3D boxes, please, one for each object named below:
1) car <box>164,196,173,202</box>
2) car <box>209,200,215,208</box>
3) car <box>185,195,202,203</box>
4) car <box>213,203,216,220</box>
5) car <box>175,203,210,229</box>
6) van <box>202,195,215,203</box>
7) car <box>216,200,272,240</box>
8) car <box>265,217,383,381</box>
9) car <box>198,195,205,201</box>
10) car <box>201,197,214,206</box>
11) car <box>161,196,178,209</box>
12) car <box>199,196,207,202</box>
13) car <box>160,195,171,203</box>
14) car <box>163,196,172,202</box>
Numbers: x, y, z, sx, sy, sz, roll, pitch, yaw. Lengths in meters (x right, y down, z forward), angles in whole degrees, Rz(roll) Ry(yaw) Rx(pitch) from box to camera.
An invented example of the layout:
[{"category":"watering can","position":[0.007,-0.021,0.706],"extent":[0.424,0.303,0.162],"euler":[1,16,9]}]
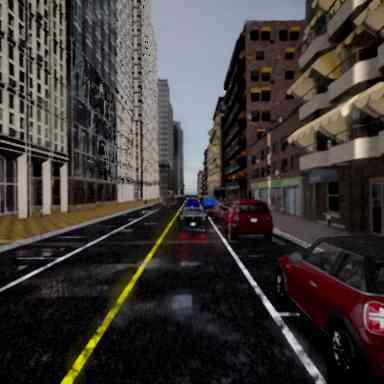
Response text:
[{"category":"car","position":[-5.837,1.738,84.520],"extent":[1.947,1.339,4.313],"euler":[-1,0,0]},{"category":"car","position":[2.651,1.579,28.050],"extent":[1.802,1.307,4.206],"euler":[-1,0,0]},{"category":"car","position":[0.024,1.523,43.600],"extent":[1.882,1.535,5.008],"euler":[-1,0,0]},{"category":"car","position":[2.661,1.574,22.401],"extent":[1.802,1.307,4.206],"euler":[-1,0,0]},{"category":"car","position":[0.063,1.620,21.963],"extent":[1.895,1.301,4.718],"euler":[-1,0,0]},{"category":"van","position":[2.605,1.370,50.644],"extent":[1.690,1.788,3.998],"euler":[-1,0,0]},{"category":"car","position":[2.670,1.301,16.753],"extent":[2.192,1.841,5.009],"euler":[-1,0,0]},{"category":"car","position":[2.692,1.416,5.455],"extent":[1.967,1.590,4.097],"euler":[-1,0,0]},{"category":"car","position":[2.532,1.618,90.354],"extent":[1.752,1.417,4.829],"euler":[-1,0,0]},{"category":"car","position":[2.597,1.603,56.293],"extent":[1.947,1.339,4.313],"euler":[-1,0,0]},{"category":"car","position":[-3.078,1.435,46.610],"extent":[2.097,1.767,4.553],"euler":[-1,0,0]},{"category":"car","position":[2.554,1.618,78.886],"extent":[1.887,1.381,4.507],"euler":[-1,0,0]},{"category":"car","position":[-5.816,1.594,73.223],"extent":[1.967,1.590,4.097],"euler":[-1,0,0]},{"category":"car","position":[-5.825,1.745,78.871],"extent":[1.802,1.307,4.206],"euler":[-1,0,0]}]
